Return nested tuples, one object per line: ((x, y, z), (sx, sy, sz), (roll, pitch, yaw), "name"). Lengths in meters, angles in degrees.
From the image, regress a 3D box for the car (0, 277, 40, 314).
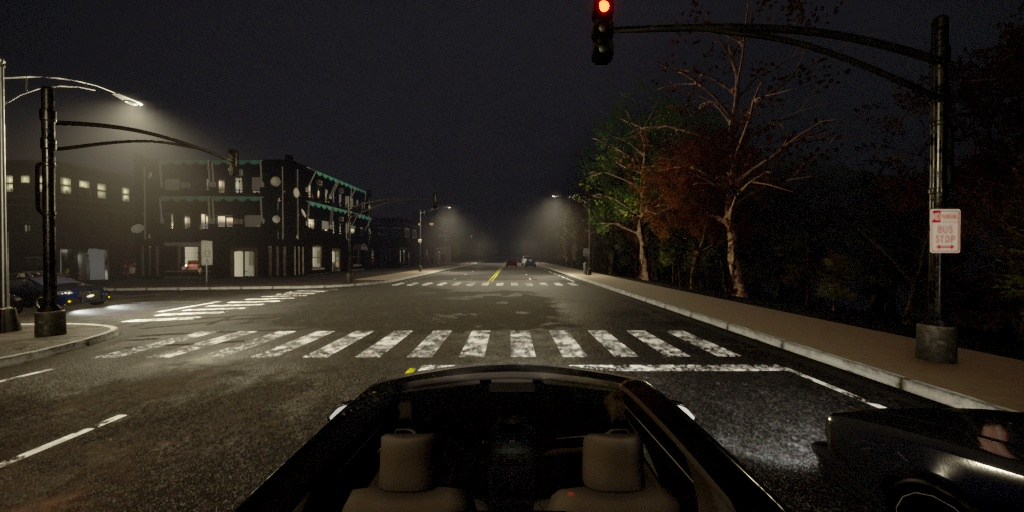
((-19.973, 1.565, 12.496), (4.313, 1.339, 1.948), (0, 0, 0), "car")

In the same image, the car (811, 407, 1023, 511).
((3.354, 1.298, 0.392), (2.033, 1.411, 5.357), (0, 0, 0), "car")

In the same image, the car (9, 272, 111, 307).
((-19.866, 1.534, 15.202), (4.181, 1.385, 1.994), (-1, 1, 0), "car")

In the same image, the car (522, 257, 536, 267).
((3.202, 1.274, 63.173), (2.033, 1.411, 5.357), (0, 0, 0), "car")

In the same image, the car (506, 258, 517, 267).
((-0.051, 1.204, 63.140), (1.882, 1.535, 5.008), (0, 0, 0), "car")
